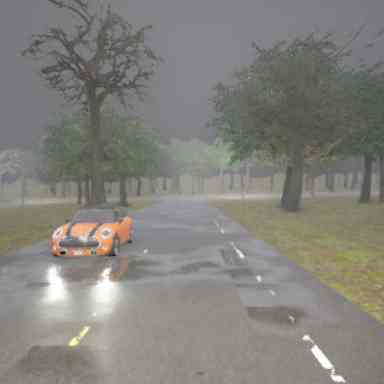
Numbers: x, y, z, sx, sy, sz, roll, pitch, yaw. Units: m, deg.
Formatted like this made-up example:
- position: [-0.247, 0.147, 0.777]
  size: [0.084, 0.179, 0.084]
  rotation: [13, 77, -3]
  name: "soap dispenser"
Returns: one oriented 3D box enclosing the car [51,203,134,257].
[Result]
- position: [-3.600, 1.340, 12.769]
  size: [2.097, 1.767, 4.553]
  rotation: [0, 0, 0]
  name: "car"
